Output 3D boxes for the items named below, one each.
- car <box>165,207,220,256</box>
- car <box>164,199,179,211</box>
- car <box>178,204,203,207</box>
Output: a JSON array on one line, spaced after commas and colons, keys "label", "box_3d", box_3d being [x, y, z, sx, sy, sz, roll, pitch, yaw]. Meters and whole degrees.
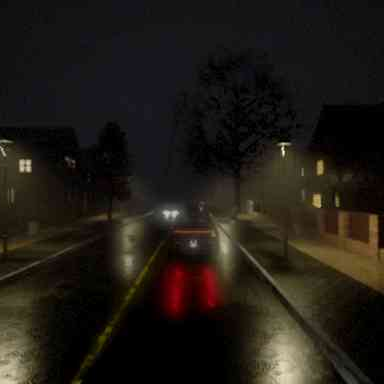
[{"label": "car", "box_3d": [0.065, 1.565, 13.522, 2.128, 1.511, 4.902, 0, 0, 0]}, {"label": "car", "box_3d": [-2.828, 1.775, 46.049, 2.128, 1.511, 4.902, 0, 0, 0]}, {"label": "car", "box_3d": [0.069, 1.733, 29.389, 1.994, 1.385, 4.181, 0, 0, 0]}]
